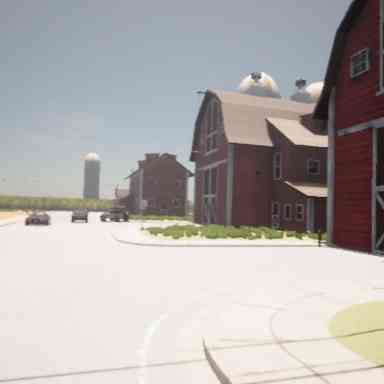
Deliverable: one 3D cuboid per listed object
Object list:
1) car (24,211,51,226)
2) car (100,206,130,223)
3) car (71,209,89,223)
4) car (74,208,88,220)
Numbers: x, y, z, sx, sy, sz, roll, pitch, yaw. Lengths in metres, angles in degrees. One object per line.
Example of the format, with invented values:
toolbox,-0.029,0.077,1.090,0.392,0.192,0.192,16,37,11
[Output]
car,-14.929,2.566,32.446,1.994,1.385,4.181,3,-2,-17
car,-9.595,2.754,41.407,3.866,1.878,1.905,-2,2,30
car,-13.276,2.837,39.359,2.128,1.511,4.902,2,-3,-17
car,-16.437,3.256,49.459,1.837,1.490,4.892,3,-3,-17
